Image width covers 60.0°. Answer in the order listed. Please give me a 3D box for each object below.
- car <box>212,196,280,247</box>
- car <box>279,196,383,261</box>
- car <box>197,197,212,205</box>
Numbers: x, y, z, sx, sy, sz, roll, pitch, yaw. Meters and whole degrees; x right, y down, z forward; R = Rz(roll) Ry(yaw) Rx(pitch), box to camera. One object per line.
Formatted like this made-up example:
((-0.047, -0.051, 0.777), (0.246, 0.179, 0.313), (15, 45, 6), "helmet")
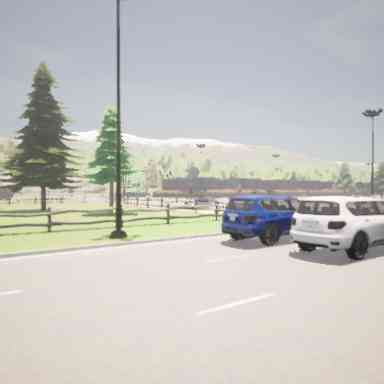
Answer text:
((3.876, 1.184, 15.131), (5.566, 2.045, 2.150), (0, 0, -34), "car")
((6.038, 1.184, 12.374), (5.566, 2.045, 2.150), (0, 0, -35), "car")
((2.495, 1.442, 54.457), (2.033, 1.411, 5.357), (0, 0, -35), "car")
